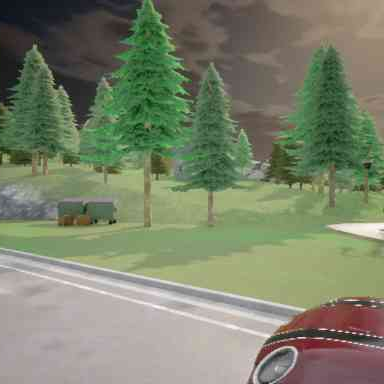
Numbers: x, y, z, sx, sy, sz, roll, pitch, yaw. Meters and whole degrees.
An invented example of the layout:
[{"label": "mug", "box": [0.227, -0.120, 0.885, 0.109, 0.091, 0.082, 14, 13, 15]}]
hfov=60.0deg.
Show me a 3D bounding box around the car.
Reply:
[{"label": "car", "box": [2.623, 1.353, 2.121, 4.553, 1.767, 2.097, 0, 0, 36]}]
